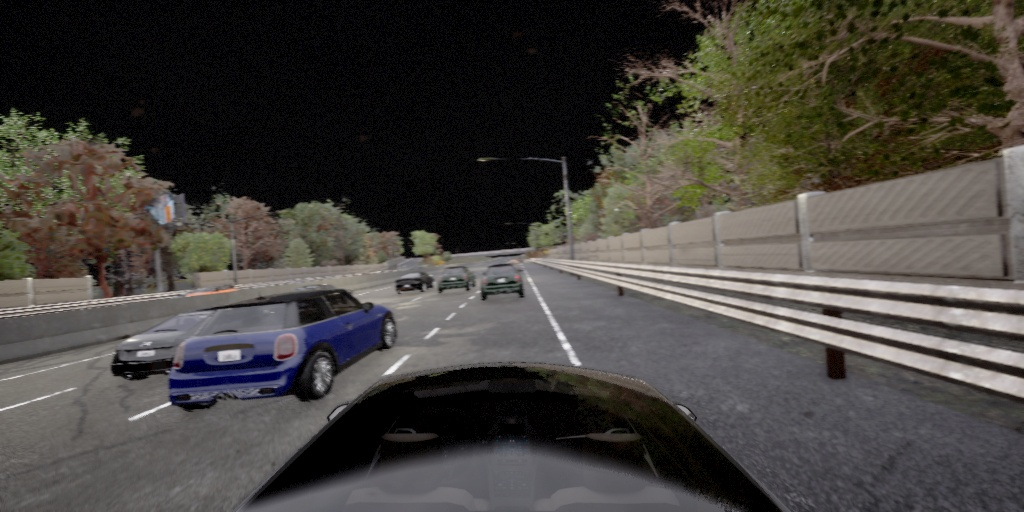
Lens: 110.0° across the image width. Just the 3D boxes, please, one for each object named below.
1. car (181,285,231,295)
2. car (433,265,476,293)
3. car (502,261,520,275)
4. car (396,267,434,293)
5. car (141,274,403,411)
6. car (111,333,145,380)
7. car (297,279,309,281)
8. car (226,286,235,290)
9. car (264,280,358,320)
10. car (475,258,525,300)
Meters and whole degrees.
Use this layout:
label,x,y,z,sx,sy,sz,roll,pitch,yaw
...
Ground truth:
label,x,y,z,sx,sy,sz,roll,pitch,yaw
car,-28.243,3.615,33.796,2.097,1.767,4.553,-5,0,1
car,-3.776,1.496,25.148,2.097,1.767,4.553,-5,0,1
car,-0.091,1.459,43.796,1.994,1.385,4.181,-5,0,1
car,-7.219,1.923,27.122,1.882,1.535,5.008,-5,0,1
car,-4.040,1.462,7.291,2.097,1.767,4.553,-5,0,1
car,-7.477,1.975,9.359,1.994,1.385,4.181,-5,0,1
car,-21.219,3.164,36.285,2.128,1.511,4.902,-5,0,1
car,-24.722,3.568,34.919,1.895,1.301,4.718,-5,0,1
car,-10.813,2.276,19.869,2.033,1.411,5.357,-5,0,1
car,-0.476,1.194,19.103,2.097,1.767,4.553,-5,0,1
